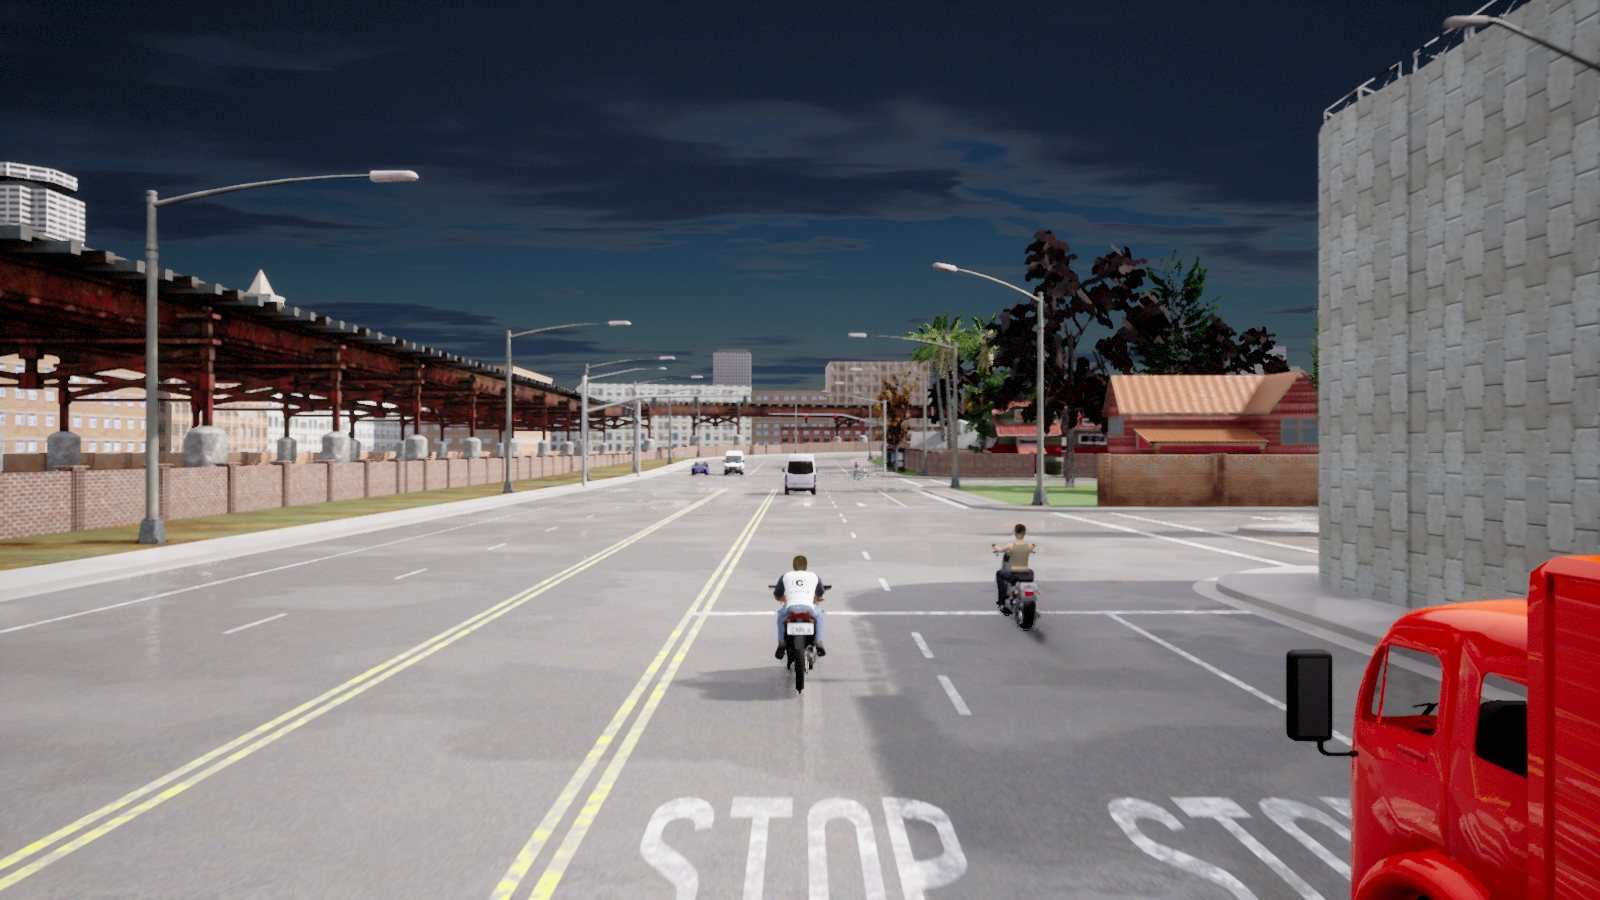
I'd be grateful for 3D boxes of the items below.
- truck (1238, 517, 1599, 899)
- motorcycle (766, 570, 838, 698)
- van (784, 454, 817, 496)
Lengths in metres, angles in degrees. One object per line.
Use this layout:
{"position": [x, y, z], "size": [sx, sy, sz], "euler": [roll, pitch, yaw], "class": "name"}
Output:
{"position": [3.509, 1.566, 3.101], "size": [2.627, 2.467, 5.204], "euler": [0, 0, 0], "class": "truck"}
{"position": [0.020, 2.171, 13.818], "size": [0.803, 1.224, 2.033], "euler": [0, 0, 0], "class": "motorcycle"}
{"position": [0.006, 1.521, 72.587], "size": [1.988, 2.561, 5.915], "euler": [0, 0, -1], "class": "van"}
